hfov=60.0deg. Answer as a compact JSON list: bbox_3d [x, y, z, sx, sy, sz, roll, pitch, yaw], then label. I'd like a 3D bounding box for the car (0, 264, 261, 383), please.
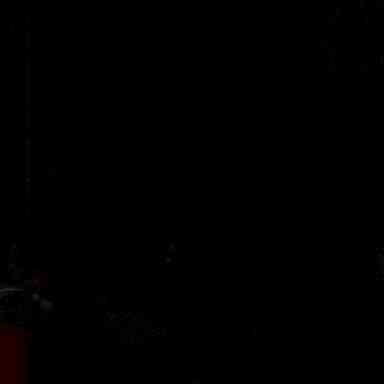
[{"bbox_3d":[-1.443,1.577,3.981,4.507,1.381,1.887,-1,0,36],"label":"car"}]
